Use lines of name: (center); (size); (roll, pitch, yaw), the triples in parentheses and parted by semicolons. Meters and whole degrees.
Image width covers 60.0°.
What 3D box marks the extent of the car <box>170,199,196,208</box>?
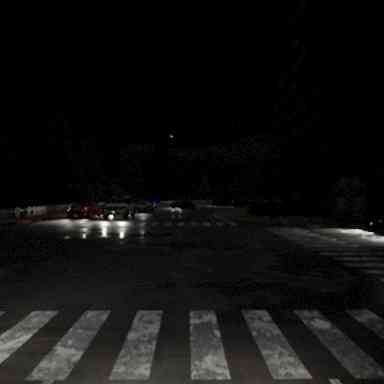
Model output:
car: (-1.566, 1.992, 59.802); (1.812, 1.442, 4.674); (0, -1, 42)

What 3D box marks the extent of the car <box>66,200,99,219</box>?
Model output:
car: (-10.389, 1.604, 32.225); (2.097, 1.767, 4.553); (0, 0, 3)

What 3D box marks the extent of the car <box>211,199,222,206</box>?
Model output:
car: (6.441, 2.065, 66.401); (5.357, 1.411, 2.033); (0, -1, -33)

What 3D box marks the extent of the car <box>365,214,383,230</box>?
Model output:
car: (13.102, 1.781, 20.606); (4.181, 1.385, 1.994); (0, 0, 0)

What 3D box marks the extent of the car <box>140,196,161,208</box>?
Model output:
car: (-6.951, 1.620, 51.108); (2.150, 2.045, 5.566); (0, 0, 26)

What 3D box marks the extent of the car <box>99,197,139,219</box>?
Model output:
car: (-6.941, 1.473, 32.232); (2.150, 2.045, 5.566); (0, 0, 1)

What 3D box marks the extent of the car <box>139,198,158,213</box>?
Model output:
car: (-6.147, 1.852, 41.829); (1.812, 1.442, 4.674); (0, 0, 12)

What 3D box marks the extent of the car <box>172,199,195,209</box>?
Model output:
car: (-1.363, 1.946, 53.865); (1.812, 1.442, 4.674); (0, -1, 35)

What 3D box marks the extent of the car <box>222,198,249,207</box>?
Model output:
car: (8.663, 1.846, 63.436); (4.553, 1.767, 2.097); (0, 0, -30)

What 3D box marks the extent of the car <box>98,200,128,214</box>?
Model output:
car: (-9.717, 1.801, 41.422); (1.882, 1.535, 5.008); (0, 0, 10)
